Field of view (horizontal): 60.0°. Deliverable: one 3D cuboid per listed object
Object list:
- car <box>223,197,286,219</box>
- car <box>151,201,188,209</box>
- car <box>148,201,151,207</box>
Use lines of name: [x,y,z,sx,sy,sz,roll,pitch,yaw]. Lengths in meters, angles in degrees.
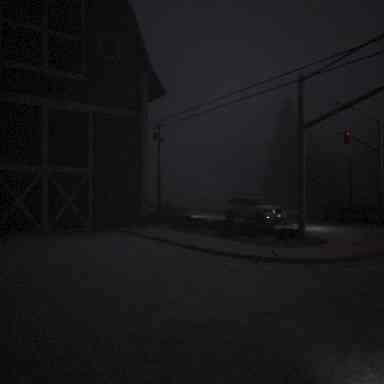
car: [4.809,1.403,26.558,2.150,2.045,5.566,0,0,-34]
car: [-2.264,1.725,36.875,1.882,1.535,5.008,0,0,-35]
car: [-6.644,1.927,49.621,1.895,1.301,4.718,0,0,-34]
